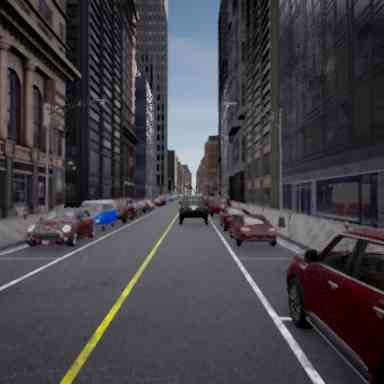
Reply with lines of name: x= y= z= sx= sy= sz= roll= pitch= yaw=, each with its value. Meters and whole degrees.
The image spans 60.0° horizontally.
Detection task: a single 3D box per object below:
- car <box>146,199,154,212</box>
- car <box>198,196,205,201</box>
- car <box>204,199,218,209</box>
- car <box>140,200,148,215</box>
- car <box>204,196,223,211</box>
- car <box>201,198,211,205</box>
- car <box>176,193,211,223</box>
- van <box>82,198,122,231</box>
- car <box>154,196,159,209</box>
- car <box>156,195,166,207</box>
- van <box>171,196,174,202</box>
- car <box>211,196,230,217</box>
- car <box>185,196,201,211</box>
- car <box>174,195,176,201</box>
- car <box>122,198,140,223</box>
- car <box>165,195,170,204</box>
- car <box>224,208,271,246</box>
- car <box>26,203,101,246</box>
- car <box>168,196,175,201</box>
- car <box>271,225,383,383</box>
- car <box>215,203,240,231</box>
car: x=-5.822 y=1.668 z=37.755 sx=1.887 sy=1.381 sz=4.507 roll=1 pitch=0 yaw=0
car: x=2.744 y=1.823 z=93.989 sx=1.887 sy=1.381 sz=4.507 roll=1 pitch=0 yaw=0
car: x=2.712 y=1.736 z=48.994 sx=1.802 sy=1.307 sz=4.206 roll=1 pitch=0 yaw=0
car: x=-5.826 y=1.657 z=32.131 sx=2.008 sy=1.369 sz=4.403 roll=1 pitch=0 yaw=0
car: x=2.710 y=1.454 z=43.370 sx=2.192 sy=1.841 sz=5.009 roll=1 pitch=0 yaw=0
car: x=2.723 y=1.782 z=65.868 sx=1.802 sy=1.307 sz=4.206 roll=1 pitch=0 yaw=0
car: x=0.121 y=1.308 z=26.203 sx=2.150 sy=2.045 sz=5.566 roll=0 pitch=0 yaw=0
van: x=-5.832 y=1.413 z=20.882 sx=1.690 sy=1.788 sz=3.998 roll=1 pitch=0 yaw=0
car: x=-5.818 y=1.664 z=43.210 sx=1.752 sy=1.417 sz=4.829 roll=1 pitch=0 yaw=0
car: x=-5.810 y=1.714 z=54.629 sx=1.887 sy=1.381 sz=4.507 roll=1 pitch=0 yaw=0
van: x=-5.792 y=1.573 z=77.129 sx=1.690 sy=1.788 sz=3.998 roll=1 pitch=0 yaw=0
car: x=2.702 y=1.421 z=32.121 sx=2.192 sy=1.841 sz=5.009 roll=1 pitch=0 yaw=0
car: x=0.132 y=1.492 z=44.389 sx=2.097 sy=1.767 sz=4.553 roll=0 pitch=0 yaw=0
car: x=-5.786 y=1.829 z=88.377 sx=1.947 sy=1.339 sz=4.313 roll=1 pitch=0 yaw=0
car: x=-5.828 y=1.405 z=26.507 sx=2.192 sy=1.841 sz=5.009 roll=1 pitch=0 yaw=0
car: x=-5.803 y=1.500 z=60.255 sx=2.192 sy=1.841 sz=5.009 roll=1 pitch=0 yaw=0
car: x=2.687 y=1.636 z=15.247 sx=1.802 sy=1.307 sz=4.206 roll=1 pitch=0 yaw=0
car: x=-5.837 y=1.494 z=15.257 sx=1.967 sy=1.590 sz=4.097 roll=1 pitch=0 yaw=0
car: x=-5.782 y=1.804 z=93.832 sx=1.752 sy=1.417 sz=4.829 roll=1 pitch=0 yaw=0
car: x=2.681 y=1.330 z=3.999 sx=2.192 sy=1.841 sz=5.009 roll=1 pitch=0 yaw=0
car: x=2.691 y=1.616 z=20.872 sx=1.887 sy=1.381 sz=4.507 roll=1 pitch=0 yaw=0
